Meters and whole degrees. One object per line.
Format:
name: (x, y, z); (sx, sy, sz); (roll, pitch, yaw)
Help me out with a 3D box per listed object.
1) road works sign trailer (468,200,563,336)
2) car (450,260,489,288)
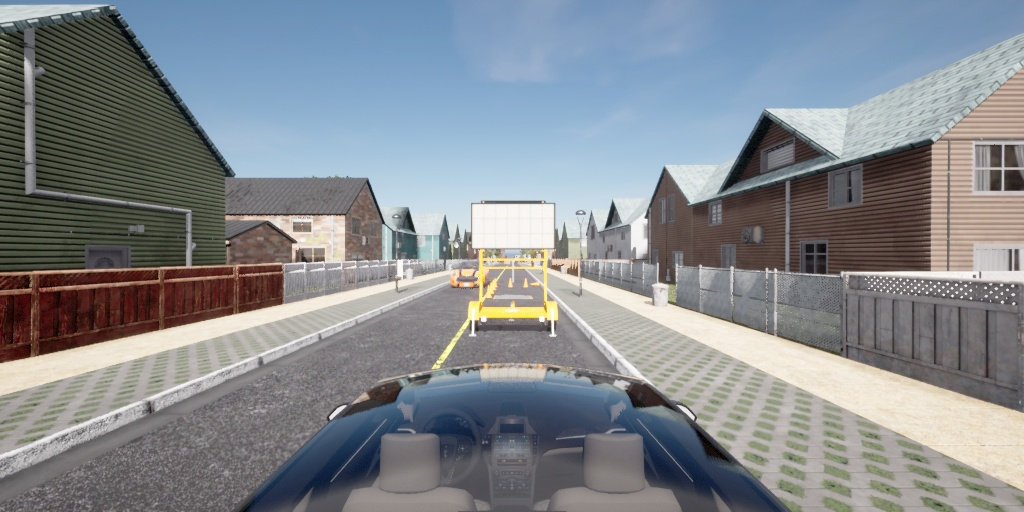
road works sign trailer: (0.035, 0.215, 10.338); (2.380, 3.560, 2.880); (0, 0, 1)
car: (-2.682, 1.120, 23.450); (2.097, 1.767, 4.553); (0, 0, 0)
